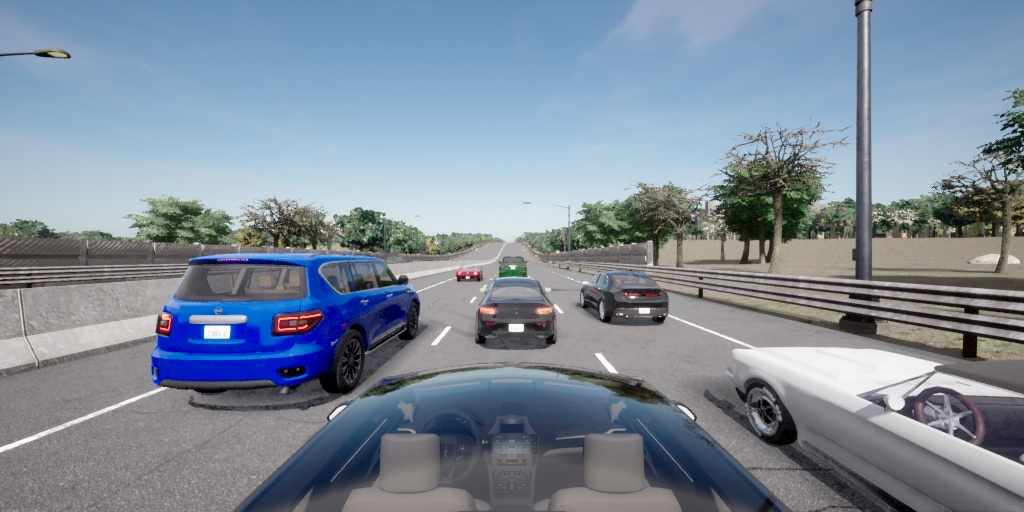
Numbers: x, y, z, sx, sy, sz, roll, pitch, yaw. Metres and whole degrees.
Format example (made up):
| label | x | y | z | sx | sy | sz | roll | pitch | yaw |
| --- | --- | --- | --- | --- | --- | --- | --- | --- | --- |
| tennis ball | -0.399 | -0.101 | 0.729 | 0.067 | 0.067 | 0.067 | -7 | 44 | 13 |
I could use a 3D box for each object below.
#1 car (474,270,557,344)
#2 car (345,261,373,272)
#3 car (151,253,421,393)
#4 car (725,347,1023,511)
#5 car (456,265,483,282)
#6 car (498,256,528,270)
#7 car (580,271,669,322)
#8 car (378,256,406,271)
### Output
| label | x | y | z | sx | sy | sz | roll | pitch | yaw |
| --- | --- | --- | --- | --- | --- | --- | --- | --- | --- |
| car | 0.092 | 1.271 | 9.485 | 1.812 | 1.442 | 4.674 | 0 | 0 | 0 |
| car | -21.127 | 1.402 | 49.694 | 1.812 | 1.442 | 4.674 | 0 | 0 | 0 |
| car | -3.405 | 0.969 | 6.821 | 2.150 | 2.045 | 5.566 | 0 | 0 | 0 |
| car | 3.597 | 1.350 | 2.337 | 1.895 | 1.301 | 4.718 | 0 | 0 | 0 |
| car | -3.423 | 1.370 | 29.680 | 1.895 | 1.301 | 4.718 | 0 | 0 | -1 |
| car | 0.075 | 0.988 | 28.792 | 2.150 | 2.045 | 5.566 | 0 | 0 | 0 |
| car | 3.594 | 1.249 | 12.199 | 1.837 | 1.490 | 4.892 | 0 | 0 | 0 |
| car | -17.617 | 1.124 | 52.879 | 2.150 | 2.045 | 5.566 | 0 | -1 | 0 |
